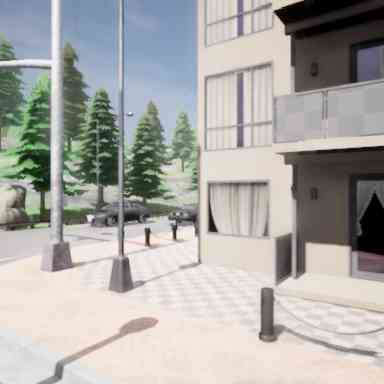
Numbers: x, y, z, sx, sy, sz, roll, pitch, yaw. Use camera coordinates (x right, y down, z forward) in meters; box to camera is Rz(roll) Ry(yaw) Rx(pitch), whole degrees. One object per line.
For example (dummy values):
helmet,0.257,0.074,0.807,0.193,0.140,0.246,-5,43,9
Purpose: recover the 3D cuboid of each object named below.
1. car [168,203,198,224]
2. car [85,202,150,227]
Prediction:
car,0.480,1.545,24.422,2.033,1.411,5.357,0,0,35
car,-5.004,1.485,22.818,2.128,1.511,4.902,0,0,35
